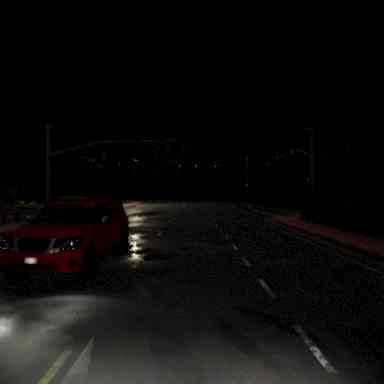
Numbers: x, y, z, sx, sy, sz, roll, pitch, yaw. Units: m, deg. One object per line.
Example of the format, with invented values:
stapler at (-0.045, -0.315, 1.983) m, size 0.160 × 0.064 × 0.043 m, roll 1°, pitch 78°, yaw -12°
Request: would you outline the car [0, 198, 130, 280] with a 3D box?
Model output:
car at (-3.528, 1.232, 10.381) m, size 2.150 × 2.045 × 5.566 m, roll 0°, pitch 0°, yaw 4°
